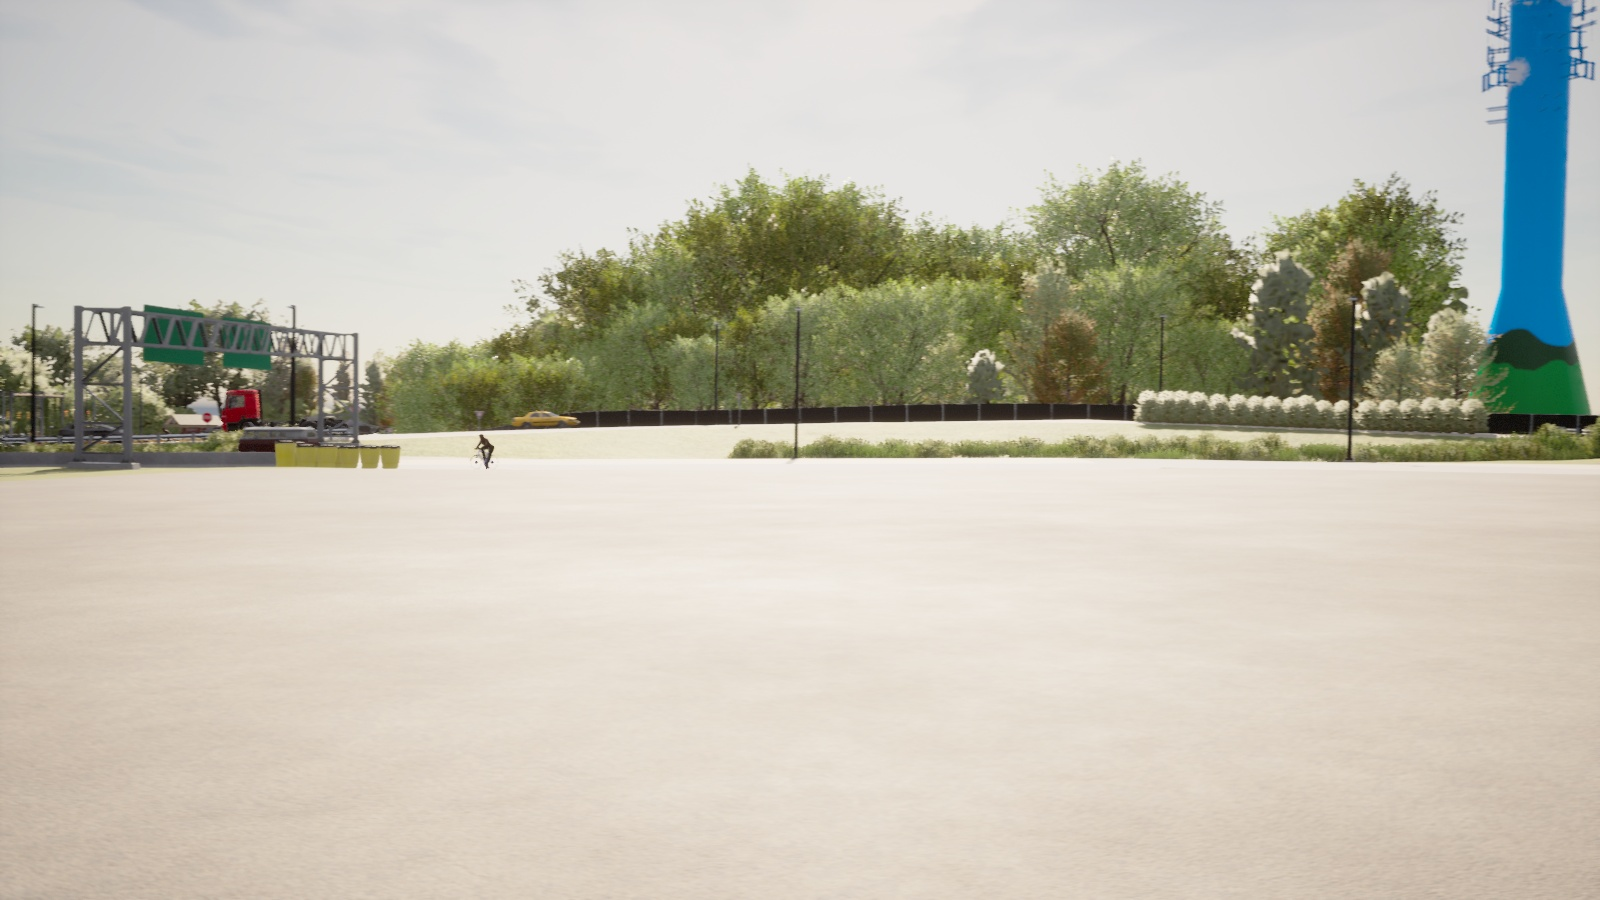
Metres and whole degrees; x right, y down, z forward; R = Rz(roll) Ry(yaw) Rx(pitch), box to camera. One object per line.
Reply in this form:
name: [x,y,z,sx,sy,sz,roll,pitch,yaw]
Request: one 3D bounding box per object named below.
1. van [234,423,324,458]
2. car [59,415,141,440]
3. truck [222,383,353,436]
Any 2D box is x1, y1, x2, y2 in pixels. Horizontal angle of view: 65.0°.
van: [-30.129,-0.570,72.692,4.442,1.987,1.775,0,2,4]
car: [-44.875,-1.438,80.606,4.193,1.474,1.816,-1,1,-8]
truck: [-35.101,-2.811,86.330,7.936,3.462,2.891,-2,3,-16]
